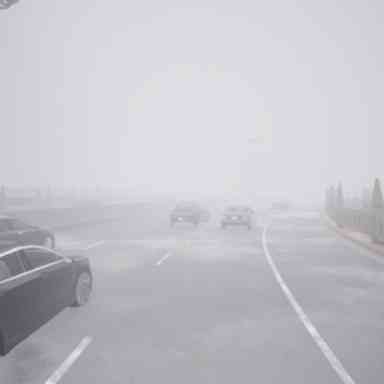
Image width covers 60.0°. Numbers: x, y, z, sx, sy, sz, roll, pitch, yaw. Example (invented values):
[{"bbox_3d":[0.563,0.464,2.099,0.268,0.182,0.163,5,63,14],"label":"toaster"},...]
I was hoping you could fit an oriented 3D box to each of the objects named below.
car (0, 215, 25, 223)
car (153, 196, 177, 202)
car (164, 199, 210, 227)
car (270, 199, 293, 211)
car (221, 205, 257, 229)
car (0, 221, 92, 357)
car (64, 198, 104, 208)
[{"bbox_3d":[-6.105,1.468,10.219,1.837,1.490,4.892,0,0,7],"label":"car"},{"bbox_3d":[-3.500,1.316,43.854,2.097,1.767,4.553,0,0,26],"label":"car"},{"bbox_3d":[-0.057,1.471,22.881,2.128,1.511,4.902,0,0,15],"label":"car"},{"bbox_3d":[11.098,1.539,41.072,1.812,1.442,4.674,0,0,29],"label":"car"},{"bbox_3d":[3.099,1.542,21.481,2.033,1.411,5.357,0,0,15],"label":"car"},{"bbox_3d":[-3.088,1.473,5.022,2.128,1.511,4.902,0,0,4],"label":"car"},{"bbox_3d":[-11.194,1.410,34.665,2.128,1.511,4.902,0,0,20],"label":"car"}]
